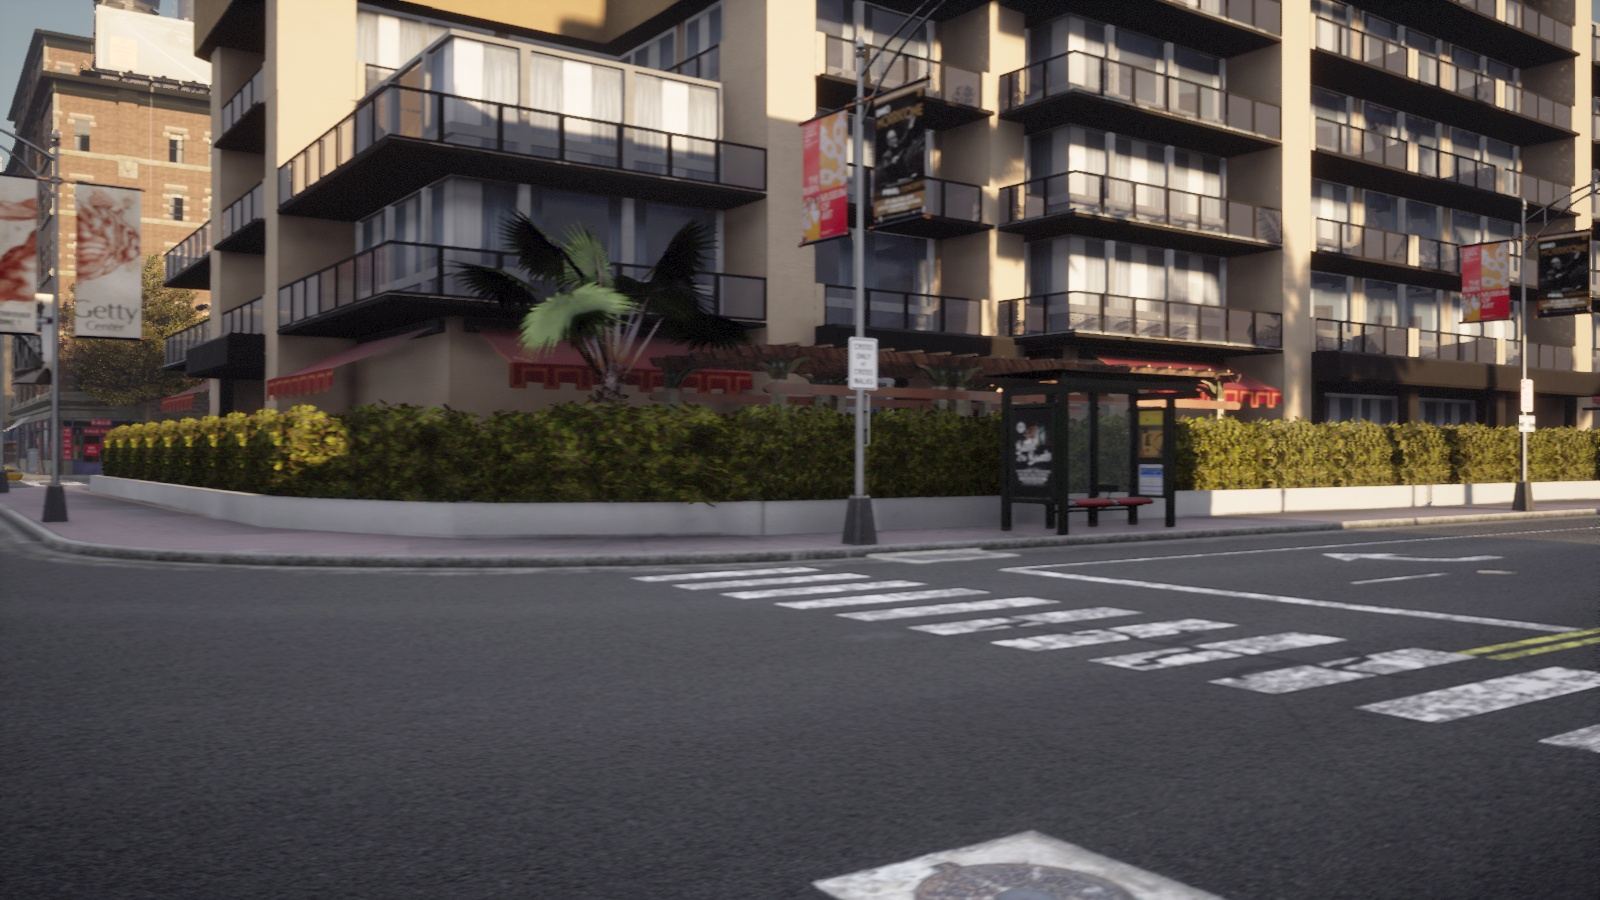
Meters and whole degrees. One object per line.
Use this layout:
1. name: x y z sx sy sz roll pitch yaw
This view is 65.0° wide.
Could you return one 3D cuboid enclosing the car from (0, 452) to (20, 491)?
1. car: -34.689 0.881 50.644 5.366 1.575 1.801 0 0 -36
